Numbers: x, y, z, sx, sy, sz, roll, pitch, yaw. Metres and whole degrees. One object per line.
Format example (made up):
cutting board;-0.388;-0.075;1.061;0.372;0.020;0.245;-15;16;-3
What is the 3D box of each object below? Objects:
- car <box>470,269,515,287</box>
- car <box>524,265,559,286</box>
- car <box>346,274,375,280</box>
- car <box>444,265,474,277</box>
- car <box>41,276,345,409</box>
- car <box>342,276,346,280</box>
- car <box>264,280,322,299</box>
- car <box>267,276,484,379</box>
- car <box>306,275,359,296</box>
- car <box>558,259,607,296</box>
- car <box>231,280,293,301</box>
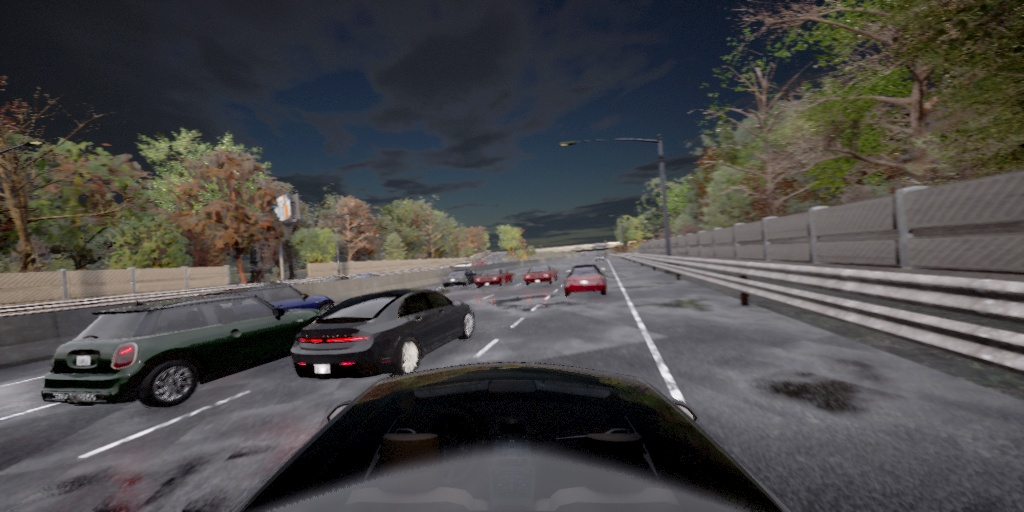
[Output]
car;-1.172;1.592;26.666;1.895;1.301;4.718;-4;0;14
car;2.206;1.327;25.789;1.895;1.301;4.718;-4;0;14
car;-14.065;2.500;33.421;1.882;1.535;5.008;-4;0;14
car;-4.059;1.794;29.475;1.994;1.385;4.181;-4;0;14
car;-6.065;1.600;7.579;2.097;1.767;4.553;-4;0;14
car;-8.396;1.809;12.556;2.097;1.767;4.553;-4;0;14
car;-20.961;3.160;34.599;1.895;1.301;4.718;-4;0;14
car;-2.365;1.471;7.917;1.837;1.490;4.892;-4;0;14
car;-17.297;2.786;34.860;1.837;1.490;4.892;-4;-1;14
car;3.760;1.124;18.187;1.994;1.385;4.181;-4;0;14
car;-24.401;3.331;35.242;1.837;1.490;4.892;-4;0;14
